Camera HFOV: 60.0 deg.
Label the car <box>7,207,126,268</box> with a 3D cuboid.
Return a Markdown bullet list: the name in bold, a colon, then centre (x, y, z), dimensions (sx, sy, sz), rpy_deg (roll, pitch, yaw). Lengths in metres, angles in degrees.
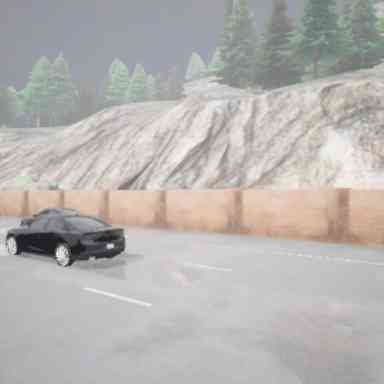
- **car**: centre (-4.481, 1.493, 11.505), dimensions (5.008, 1.535, 1.882), rpy_deg (0, 0, 36)
